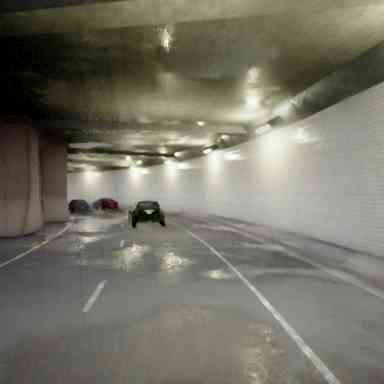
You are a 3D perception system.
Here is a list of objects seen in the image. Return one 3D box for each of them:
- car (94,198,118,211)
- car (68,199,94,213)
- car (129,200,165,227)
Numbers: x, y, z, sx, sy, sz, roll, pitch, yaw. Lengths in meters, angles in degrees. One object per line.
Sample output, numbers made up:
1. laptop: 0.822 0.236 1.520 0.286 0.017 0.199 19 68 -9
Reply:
1. car: -10.468 1.423 39.946 1.882 1.535 5.008 0 0 -33
2. car: -12.792 1.488 37.181 1.812 1.442 4.674 0 0 -32
3. car: -3.192 1.309 22.835 2.097 1.767 4.553 0 0 -14
